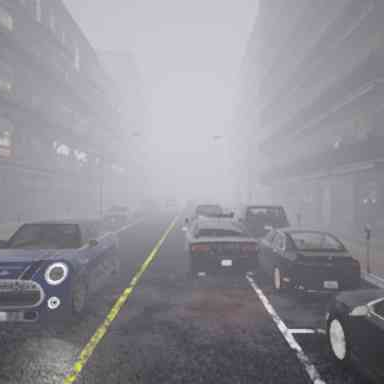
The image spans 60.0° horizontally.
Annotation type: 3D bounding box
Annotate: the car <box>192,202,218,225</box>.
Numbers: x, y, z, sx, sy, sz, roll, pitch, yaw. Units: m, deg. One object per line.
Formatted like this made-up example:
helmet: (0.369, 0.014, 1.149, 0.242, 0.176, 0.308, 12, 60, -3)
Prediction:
car: (0.932, 1.611, 26.308, 1.837, 1.490, 4.892, 0, 0, 0)

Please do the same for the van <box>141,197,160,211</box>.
van: (-5.534, 1.509, 42.808, 1.690, 1.788, 3.998, 1, 0, 0)

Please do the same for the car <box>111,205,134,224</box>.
car: (-5.593, 1.669, 25.793, 1.947, 1.339, 4.313, 1, 0, 0)

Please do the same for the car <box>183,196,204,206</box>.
car: (0.162, 1.673, 46.492, 2.128, 1.511, 4.902, 0, 0, 0)

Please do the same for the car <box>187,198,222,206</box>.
car: (0.933, 1.435, 20.278, 2.097, 1.767, 4.553, 0, 0, 0)

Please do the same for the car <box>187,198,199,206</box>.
car: (0.201, 1.793, 60.489, 1.994, 1.385, 4.181, 0, 0, 0)

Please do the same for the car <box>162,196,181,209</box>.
car: (-2.931, 1.692, 48.318, 1.837, 1.490, 4.892, 0, 0, 0)

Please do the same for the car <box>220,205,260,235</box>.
car: (2.769, 1.608, 20.205, 1.752, 1.417, 4.829, 1, 0, 0)

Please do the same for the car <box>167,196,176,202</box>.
car: (-5.385, 1.865, 88.177, 2.008, 1.369, 4.403, 1, 0, 0)

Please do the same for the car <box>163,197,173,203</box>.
car: (-5.423, 1.846, 76.836, 1.947, 1.339, 4.313, 1, 0, 0)

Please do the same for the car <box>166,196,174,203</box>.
car: (-5.404, 1.822, 82.337, 1.752, 1.417, 4.829, 1, 0, 0)

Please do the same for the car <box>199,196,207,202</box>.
car: (2.994, 1.865, 88.084, 2.008, 1.369, 4.403, 1, 0, 0)

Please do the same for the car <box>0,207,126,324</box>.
car: (-3.074, 1.384, 7.509, 2.097, 1.767, 4.553, 0, 0, 0)

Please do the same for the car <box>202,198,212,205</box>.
car: (2.920, 1.827, 65.403, 1.802, 1.307, 4.206, 1, 0, 0)

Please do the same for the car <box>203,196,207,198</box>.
car: (2.901, 1.667, 59.731, 1.967, 1.590, 4.097, 1, 0, 0)

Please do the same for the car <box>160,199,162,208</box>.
car: (-5.518, 1.733, 48.478, 1.887, 1.381, 4.507, 1, 0, 0)

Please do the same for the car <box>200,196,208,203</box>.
car: (2.976, 1.842, 82.414, 1.887, 1.381, 4.507, 1, 0, 0)

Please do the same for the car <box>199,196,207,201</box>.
car: (3.013, 1.882, 93.755, 2.008, 1.369, 4.403, 1, 0, 0)

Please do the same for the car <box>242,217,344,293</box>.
car: (2.730, 1.588, 8.693, 2.008, 1.369, 4.403, 1, 0, 0)

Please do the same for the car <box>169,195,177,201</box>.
car: (-5.365, 1.771, 93.849, 1.967, 1.590, 4.097, 1, 0, 0)

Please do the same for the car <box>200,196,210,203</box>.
car: (2.958, 1.720, 76.742, 1.967, 1.590, 4.097, 1, 0, 0)

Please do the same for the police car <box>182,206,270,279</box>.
police car: (0.733, 1.469, 10.405, 1.930, 1.638, 5.238, 0, 0, -2)

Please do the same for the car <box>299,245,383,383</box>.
car: (2.711, 1.565, 3.023, 2.008, 1.369, 4.403, 1, 0, 0)

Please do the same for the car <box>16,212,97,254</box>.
car: (-5.632, 1.642, 14.450, 1.802, 1.307, 4.206, 1, 0, 0)

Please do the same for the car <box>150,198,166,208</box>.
car: (-5.499, 1.758, 54.150, 2.008, 1.369, 4.403, 1, 0, 0)

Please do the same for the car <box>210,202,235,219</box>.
car: (2.805, 1.670, 31.377, 1.887, 1.381, 4.507, 1, 0, 0)

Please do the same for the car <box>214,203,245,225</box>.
car: (2.786, 1.649, 25.706, 1.887, 1.381, 4.507, 1, 0, 0)

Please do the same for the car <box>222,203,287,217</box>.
car: (2.752, 1.375, 14.366, 2.192, 1.841, 5.009, 1, 0, 0)
